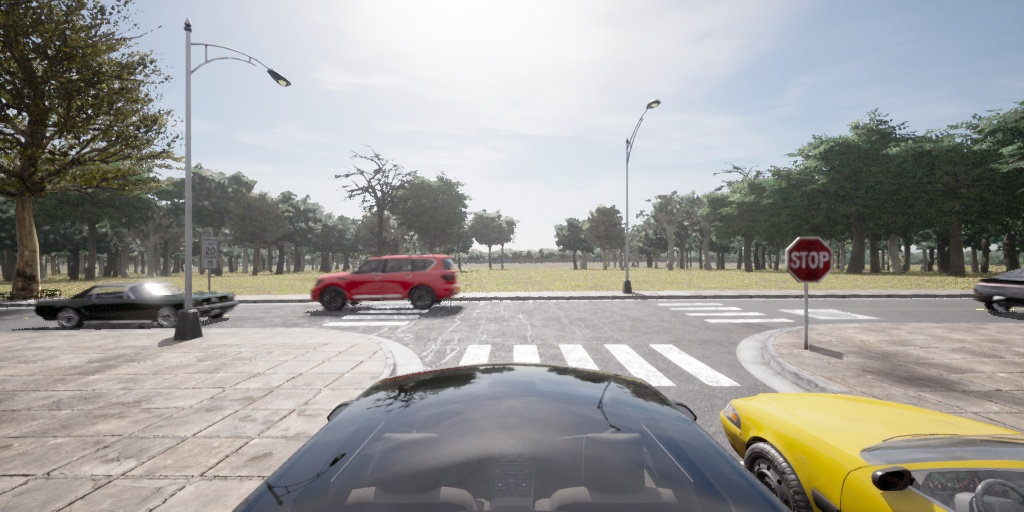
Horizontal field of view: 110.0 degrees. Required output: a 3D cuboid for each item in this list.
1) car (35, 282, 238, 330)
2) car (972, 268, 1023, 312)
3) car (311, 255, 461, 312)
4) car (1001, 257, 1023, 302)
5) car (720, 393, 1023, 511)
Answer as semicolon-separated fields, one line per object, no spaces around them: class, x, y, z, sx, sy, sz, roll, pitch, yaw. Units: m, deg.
car;-11.492;1.476;11.246;4.718;1.301;1.895;-1;0;1
car;17.354;1.091;10.972;4.902;1.511;2.128;0;0;1
car;-4.813;0.999;14.136;5.566;2.045;2.150;-1;0;1
car;22.656;0.932;13.869;4.553;1.767;2.097;0;0;1
car;2.634;1.275;1.146;1.751;1.417;4.829;0;0;0
